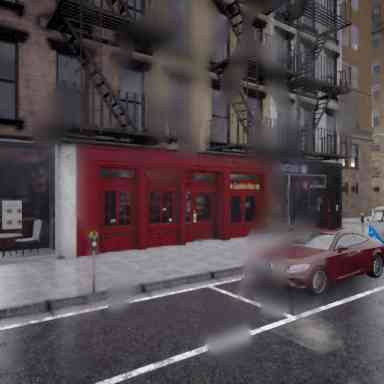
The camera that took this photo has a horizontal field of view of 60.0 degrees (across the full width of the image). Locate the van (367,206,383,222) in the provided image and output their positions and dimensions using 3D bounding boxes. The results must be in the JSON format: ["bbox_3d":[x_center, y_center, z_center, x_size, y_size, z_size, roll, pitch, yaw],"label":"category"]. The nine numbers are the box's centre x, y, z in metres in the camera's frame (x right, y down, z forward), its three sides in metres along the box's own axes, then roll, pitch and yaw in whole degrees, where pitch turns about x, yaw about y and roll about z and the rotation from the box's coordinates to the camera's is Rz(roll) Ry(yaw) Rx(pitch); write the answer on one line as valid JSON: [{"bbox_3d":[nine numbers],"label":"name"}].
[{"bbox_3d":[7.814,1.341,11.720,3.998,1.788,1.690,0,0,-35],"label":"van"}]

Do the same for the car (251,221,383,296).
[{"bbox_3d":[3.403,1.582,8.595,4.206,1.307,1.802,0,0,-35],"label":"car"}]
